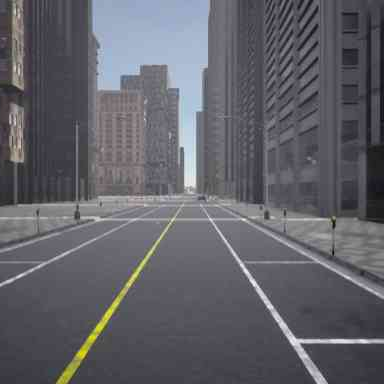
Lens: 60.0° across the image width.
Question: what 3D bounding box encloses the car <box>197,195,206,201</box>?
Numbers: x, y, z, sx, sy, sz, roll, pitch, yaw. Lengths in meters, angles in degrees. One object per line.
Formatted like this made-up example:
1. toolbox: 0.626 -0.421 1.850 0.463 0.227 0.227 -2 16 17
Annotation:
1. car: 2.360 1.443 80.159 1.882 1.535 5.008 0 0 0
